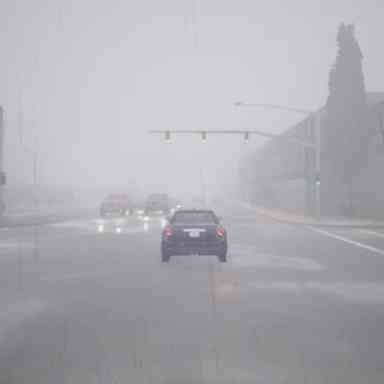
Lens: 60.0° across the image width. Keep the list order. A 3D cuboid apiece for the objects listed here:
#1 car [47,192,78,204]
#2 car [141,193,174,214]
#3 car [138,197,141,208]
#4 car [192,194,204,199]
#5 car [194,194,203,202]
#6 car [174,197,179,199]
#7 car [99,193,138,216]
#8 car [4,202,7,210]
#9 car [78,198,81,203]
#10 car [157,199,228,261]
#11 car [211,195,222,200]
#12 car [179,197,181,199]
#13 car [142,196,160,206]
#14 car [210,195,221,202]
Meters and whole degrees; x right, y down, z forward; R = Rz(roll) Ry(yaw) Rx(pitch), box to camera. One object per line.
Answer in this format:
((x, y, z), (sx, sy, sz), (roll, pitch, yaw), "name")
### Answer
((-21.030, 1.012, 53.470), (3.866, 1.878, 1.905), (0, 0, 0), "car")
((-3.405, 1.128, 33.732), (2.150, 2.045, 5.566), (0, 0, 2), "car")
((-6.677, 1.364, 41.283), (1.882, 1.535, 5.008), (0, 0, 2), "car")
((1.053, 1.335, 60.744), (1.837, 1.490, 4.892), (0, 0, 2), "car")
((1.390, 1.279, 70.831), (1.882, 1.535, 5.008), (0, 0, 2), "car")
((-3.094, 1.405, 43.539), (1.812, 1.442, 4.674), (0, 0, 2), "car")
((-6.966, 1.136, 31.341), (2.150, 2.045, 5.566), (0, 0, 2), "car")
((-21.144, 1.067, 33.847), (3.866, 1.878, 1.905), (0, 0, 0), "car")
((-20.997, 1.243, 56.366), (3.806, 1.475, 1.970), (0, 0, 0), "car")
((0.072, 1.317, 12.320), (2.097, 1.767, 4.553), (0, 0, 0), "car")
((4.548, 1.355, 60.530), (1.812, 1.442, 4.674), (0, 0, 2), "car")
((-2.688, 1.452, 53.569), (1.895, 1.301, 4.718), (0, 0, 2), "car")
((-6.264, 1.405, 51.559), (2.033, 1.411, 5.357), (0, 0, 2), "car")
((4.891, 1.326, 70.807), (2.128, 1.511, 4.902), (0, 0, 2), "car")
